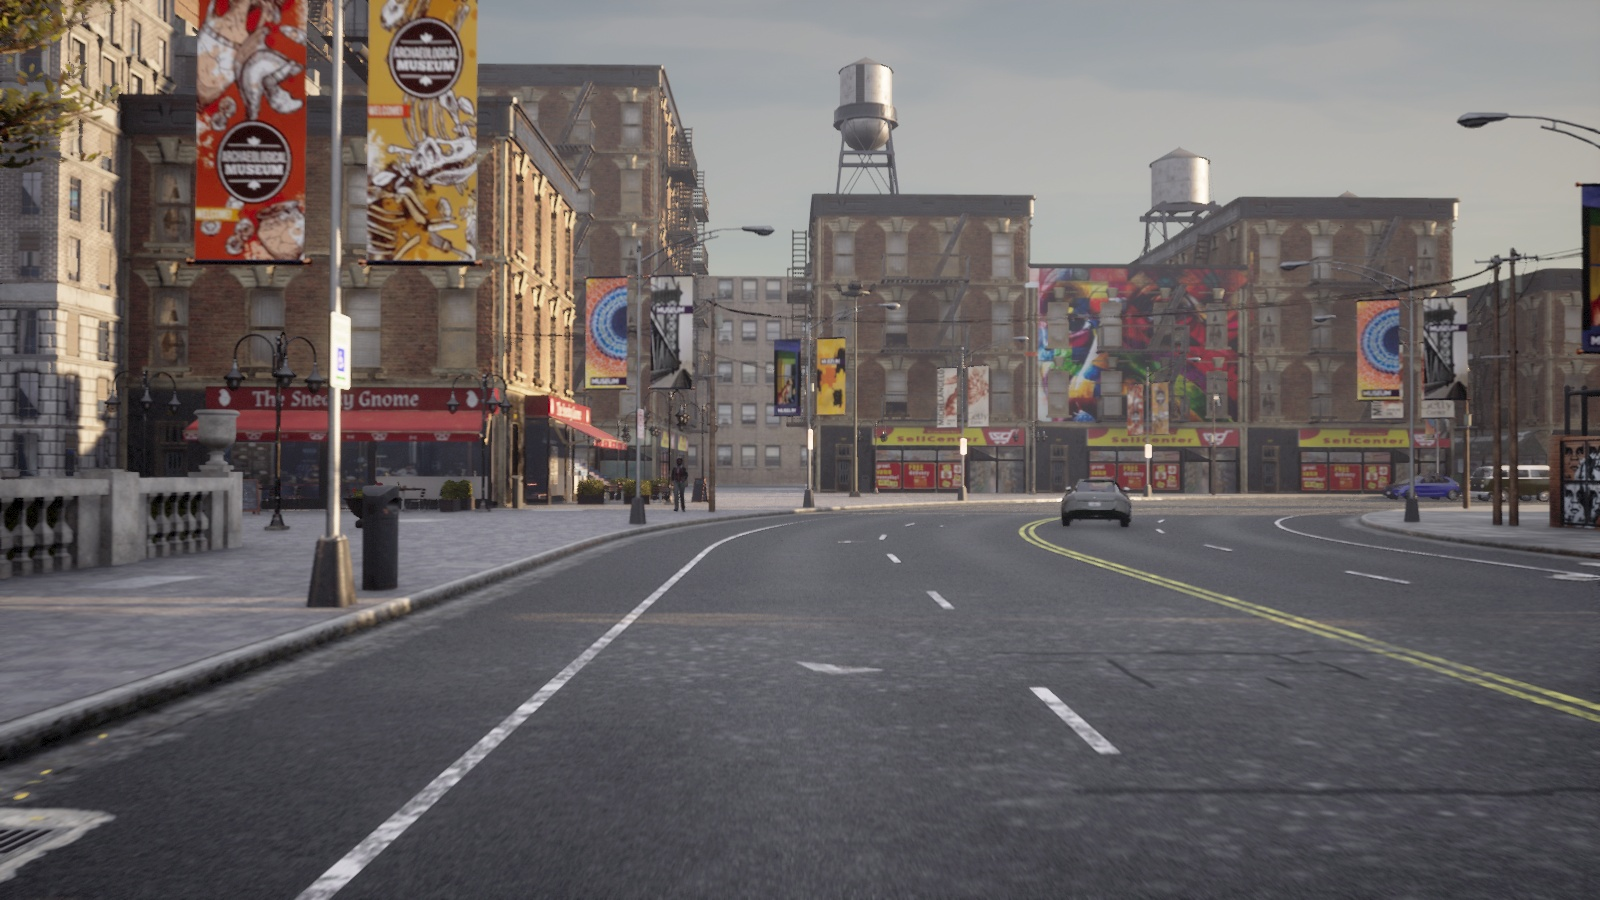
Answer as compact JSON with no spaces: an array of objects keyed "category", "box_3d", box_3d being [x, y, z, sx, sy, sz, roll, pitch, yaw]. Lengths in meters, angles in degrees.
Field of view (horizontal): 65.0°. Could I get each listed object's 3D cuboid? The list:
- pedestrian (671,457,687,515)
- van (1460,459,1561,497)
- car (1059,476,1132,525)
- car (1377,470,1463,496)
[{"category":"pedestrian","box_3d":[-4.047,1.193,42.140,0.402,1.930,0.666,0,-1,7]},{"category":"van","box_3d":[39.537,1.550,69.928,4.480,2.038,2.069,0,-1,-6]},{"category":"car","box_3d":[8.957,1.477,37.872,1.994,1.385,4.181,-1,-1,15]},{"category":"car","box_3d":[35.964,1.904,72.885,4.193,1.474,1.816,0,-1,-10]}]
